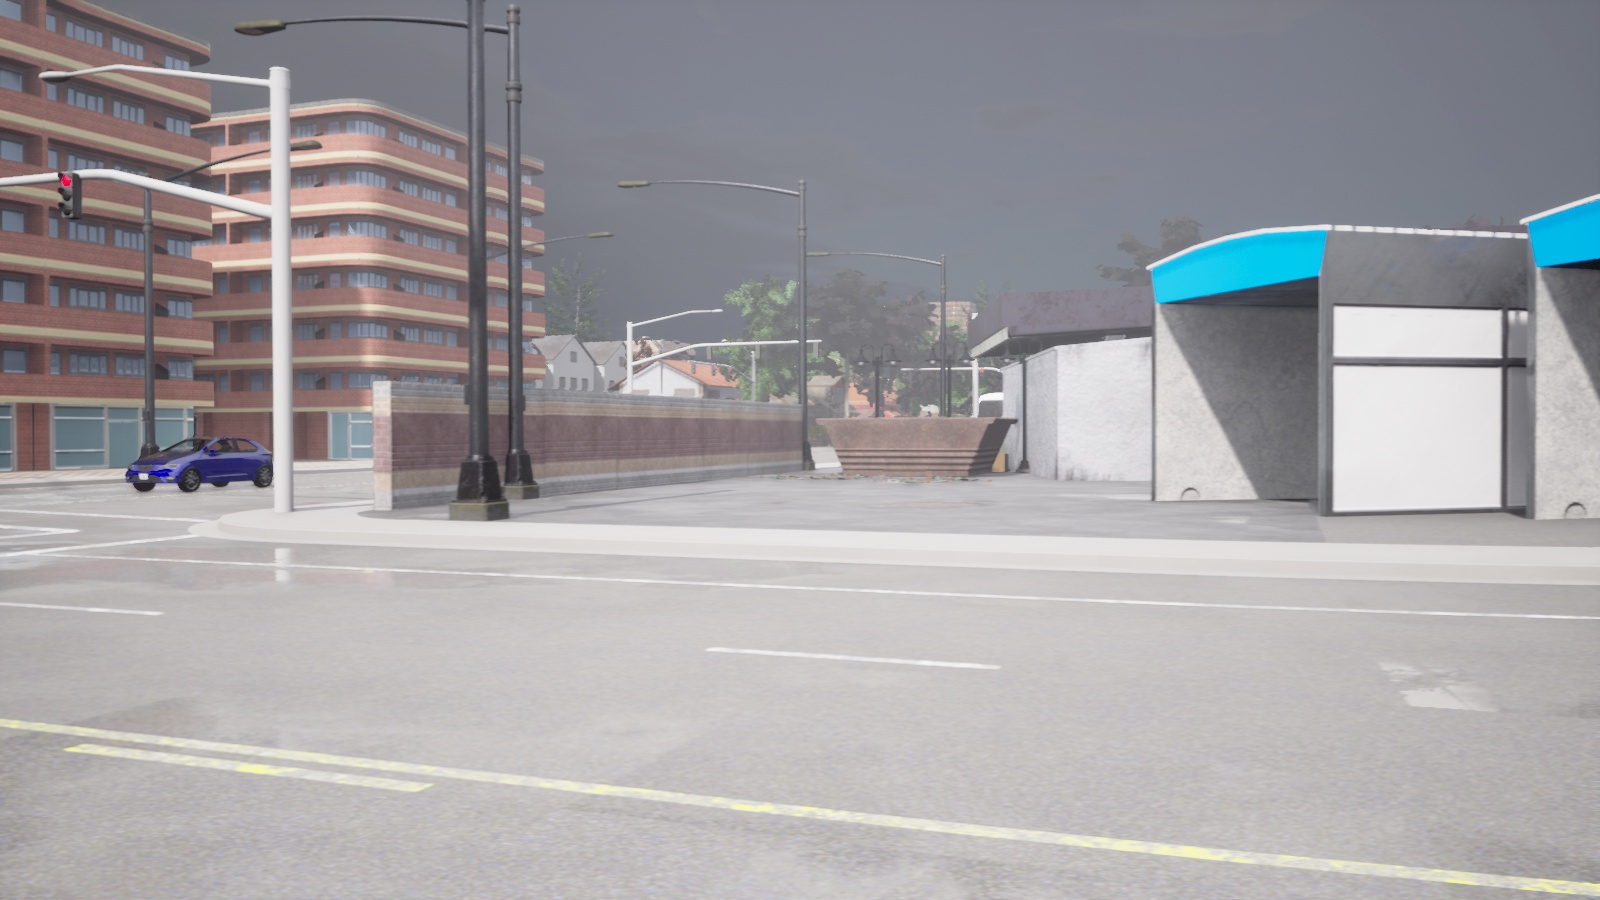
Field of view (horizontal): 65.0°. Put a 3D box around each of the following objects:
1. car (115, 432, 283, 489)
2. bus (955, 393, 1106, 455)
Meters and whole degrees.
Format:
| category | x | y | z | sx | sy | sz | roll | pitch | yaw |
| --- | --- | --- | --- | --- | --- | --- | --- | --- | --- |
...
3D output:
| category | x | y | z | sx | sy | sz | roll | pitch | yaw |
| --- | --- | --- | --- | --- | --- | --- | --- | --- | --- |
| car | -16.510 | 0.242 | 34.744 | 1.816 | 1.474 | 4.193 | 1 | 1 | 18 |
| bus | 16.419 | -1.853 | 89.251 | 10.273 | 4.253 | 3.944 | 0 | 1 | 14 |
